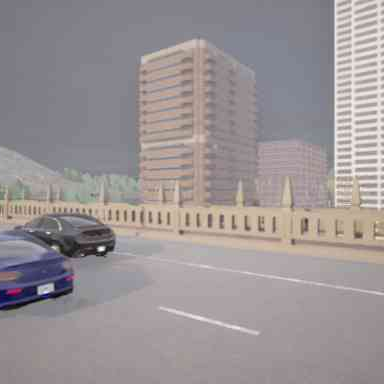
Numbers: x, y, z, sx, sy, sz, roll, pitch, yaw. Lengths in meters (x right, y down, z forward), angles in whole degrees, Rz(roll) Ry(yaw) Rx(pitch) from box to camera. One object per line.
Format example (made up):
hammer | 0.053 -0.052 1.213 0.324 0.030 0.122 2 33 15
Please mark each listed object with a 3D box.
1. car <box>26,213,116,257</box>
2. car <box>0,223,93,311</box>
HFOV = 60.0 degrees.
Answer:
car | -4.777 1.508 11.702 4.892 1.490 1.837 0 0 36
car | -4.430 1.528 7.155 4.674 1.442 1.812 0 0 36
